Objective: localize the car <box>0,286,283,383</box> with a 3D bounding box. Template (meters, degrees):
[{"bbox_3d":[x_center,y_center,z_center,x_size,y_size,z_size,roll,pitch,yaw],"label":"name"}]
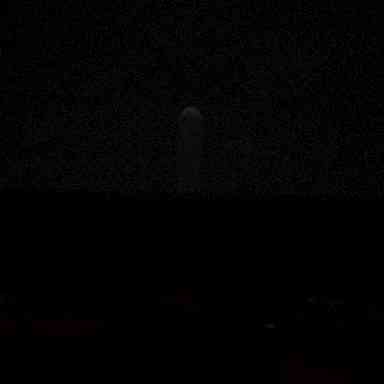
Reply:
[{"bbox_3d":[-1.608,1.477,1.924,5.008,1.535,1.882,0,0,-36],"label":"car"}]
